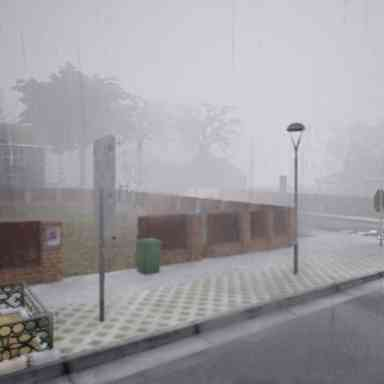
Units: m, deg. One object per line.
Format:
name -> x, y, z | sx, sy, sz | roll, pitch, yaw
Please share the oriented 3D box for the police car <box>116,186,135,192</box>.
police car -> -8.514, 0.046, 41.707 | 1.930, 1.638, 5.238 | 0, 3, -35
